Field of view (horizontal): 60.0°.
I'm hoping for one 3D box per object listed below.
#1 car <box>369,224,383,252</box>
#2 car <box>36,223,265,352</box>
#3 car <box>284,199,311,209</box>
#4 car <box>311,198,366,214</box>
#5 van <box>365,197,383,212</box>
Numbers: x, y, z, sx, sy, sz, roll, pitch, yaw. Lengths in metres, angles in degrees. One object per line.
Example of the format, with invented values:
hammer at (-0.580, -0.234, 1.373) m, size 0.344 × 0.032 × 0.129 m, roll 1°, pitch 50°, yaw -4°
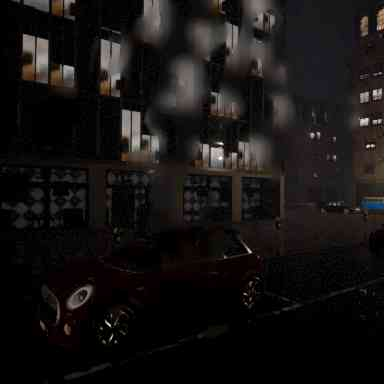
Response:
car at (8.468, 1.567, 12.588) m, size 4.313 × 1.339 × 1.947 m, roll 0°, pitch 1°, yaw -35°
car at (-0.607, 1.441, 6.112) m, size 4.097 × 1.590 × 1.967 m, roll 0°, pitch 1°, yaw -35°
car at (15.762, 1.787, 48.896) m, size 1.752 × 1.417 × 4.829 m, roll 0°, pitch -1°, yaw -35°
car at (15.306, 1.620, 34.864) m, size 2.008 × 1.369 × 4.403 m, roll 0°, pitch -1°, yaw -35°
van at (22.192, 1.524, 39.643) m, size 1.690 × 1.788 × 3.998 m, roll 0°, pitch -1°, yaw -35°
